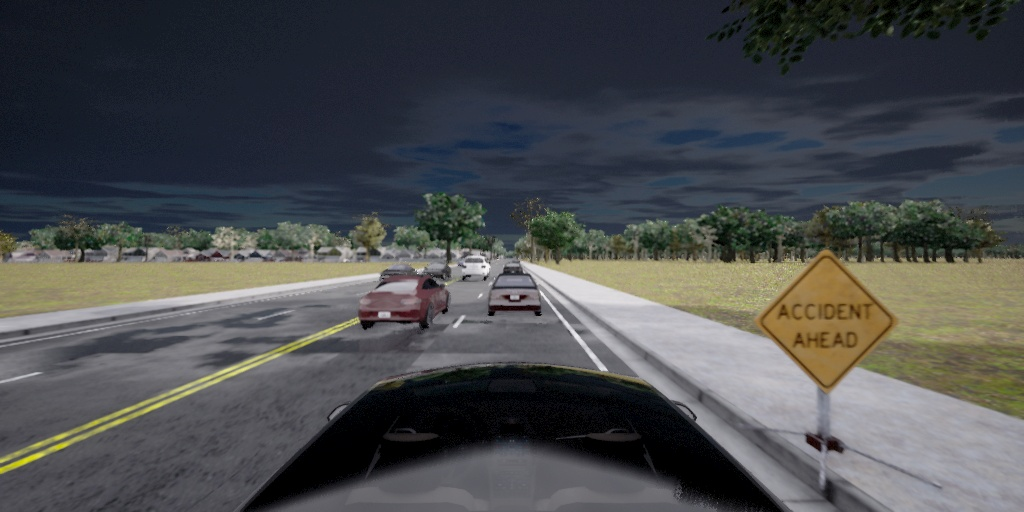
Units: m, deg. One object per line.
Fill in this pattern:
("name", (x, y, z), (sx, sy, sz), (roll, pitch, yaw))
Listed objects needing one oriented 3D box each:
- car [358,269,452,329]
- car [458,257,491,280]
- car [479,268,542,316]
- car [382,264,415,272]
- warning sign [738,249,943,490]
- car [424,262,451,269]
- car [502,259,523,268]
("car", (-3.165, 1.304, 11.212), (1.812, 1.442, 4.674), (0, 0, 0))
("car", (-3.161, 1.073, 32.400), (2.150, 2.045, 5.566), (0, 0, 0))
("car", (0.091, 1.333, 13.570), (2.033, 1.411, 5.357), (0, 0, 0))
("car", (-9.860, 1.395, 31.420), (2.033, 1.411, 5.357), (0, 0, 0))
("warning sign", (2.849, 0.869, 3.277), (1.300, 1.860, 1.060), (0, 0, 0))
("car", (-6.608, 1.327, 31.895), (1.882, 1.535, 5.008), (0, 0, 0))
("car", (0.088, 1.338, 35.061), (1.882, 1.535, 5.008), (0, 0, 0))
